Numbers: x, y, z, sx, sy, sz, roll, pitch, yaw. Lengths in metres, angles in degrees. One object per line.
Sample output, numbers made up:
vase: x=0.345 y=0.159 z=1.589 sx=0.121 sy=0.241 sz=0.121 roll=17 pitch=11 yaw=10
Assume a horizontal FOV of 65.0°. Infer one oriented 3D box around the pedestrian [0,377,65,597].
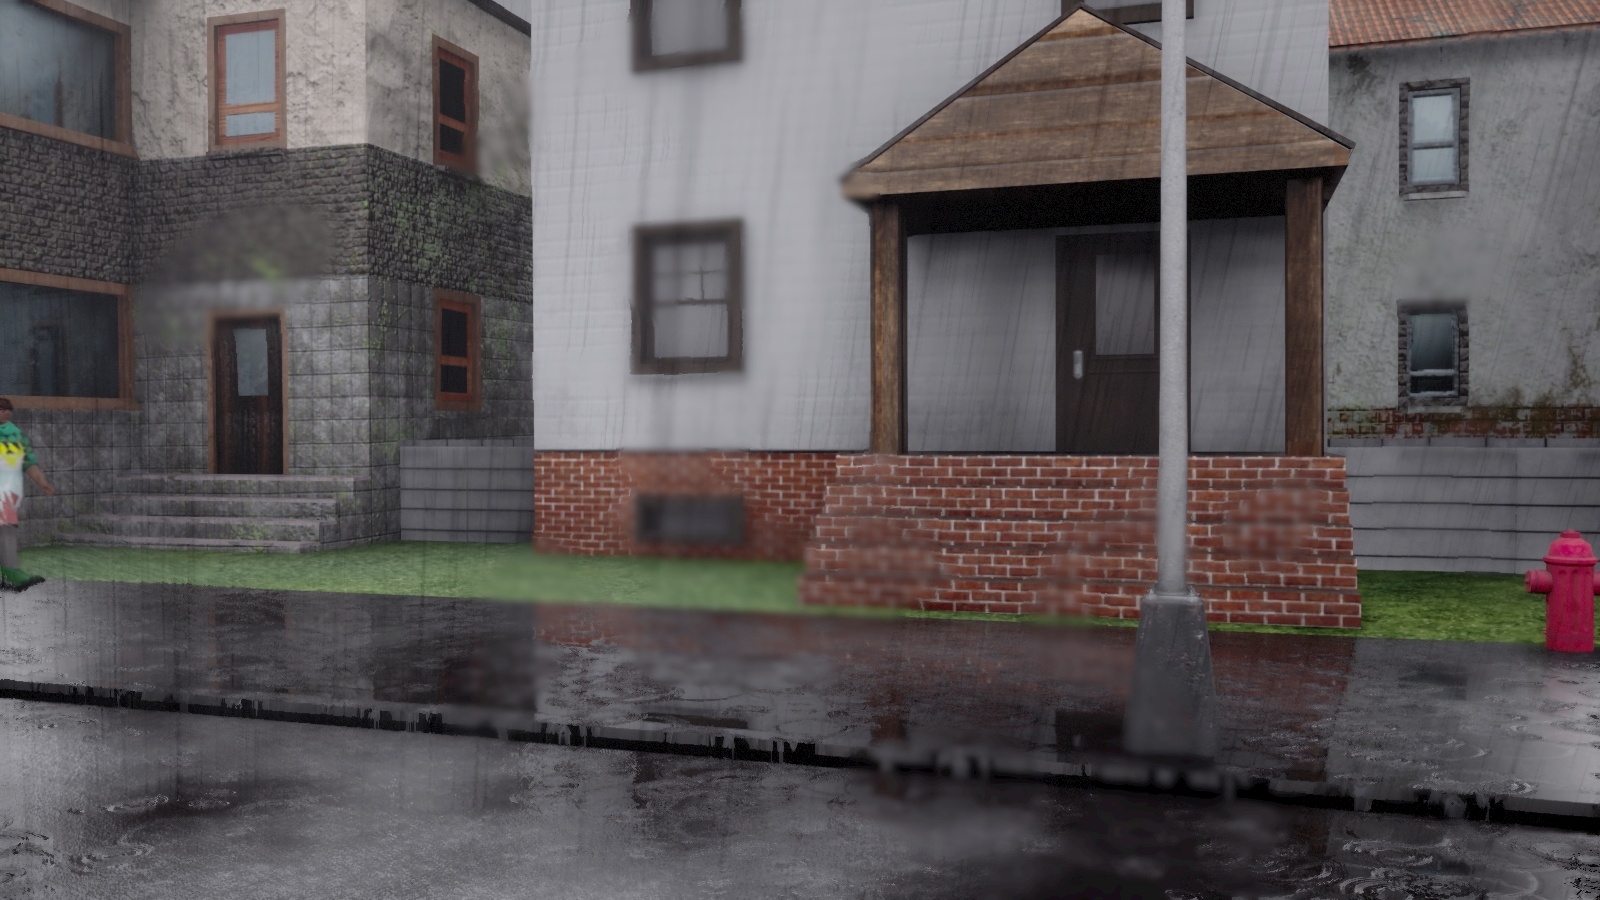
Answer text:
pedestrian: x=-7.409 y=0.323 z=11.567 sx=0.873 sy=1.952 sz=0.659 roll=0 pitch=1 yaw=14
